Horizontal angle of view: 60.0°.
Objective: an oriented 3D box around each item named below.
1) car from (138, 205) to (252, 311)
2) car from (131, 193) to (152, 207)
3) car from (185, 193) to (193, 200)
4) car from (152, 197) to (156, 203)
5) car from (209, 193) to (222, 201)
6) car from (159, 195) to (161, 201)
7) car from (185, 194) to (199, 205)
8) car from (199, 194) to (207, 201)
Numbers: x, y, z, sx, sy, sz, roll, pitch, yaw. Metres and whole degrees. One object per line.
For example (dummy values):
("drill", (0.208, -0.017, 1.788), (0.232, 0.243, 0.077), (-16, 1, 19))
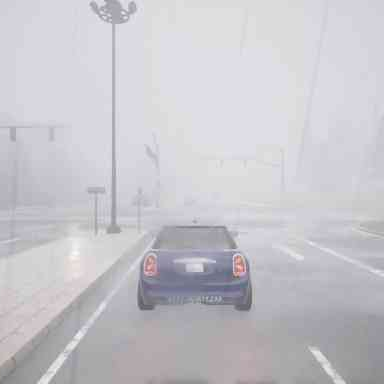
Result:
("car", (0.063, 1.352, 7.946), (2.097, 1.767, 4.553), (0, 0, 0))
("car", (-8.281, 1.221, 53.276), (2.150, 2.045, 5.566), (0, 0, -1))
("car", (-0.899, 1.189, 95.625), (2.150, 2.045, 5.566), (0, 0, -1))
("car", (-8.449, 1.504, 68.884), (1.837, 1.490, 4.892), (0, 0, -1))
("car", (6.280, 1.215, 85.063), (2.150, 2.045, 5.566), (0, 0, -1))
("car", (-8.659, 1.500, 81.302), (1.837, 1.490, 4.892), (0, 0, -1))
("car", (-0.210, 1.526, 54.766), (1.812, 1.442, 4.674), (0, 0, -1))
("car", (2.775, 1.513, 85.331), (1.812, 1.442, 4.674), (0, 0, -1))
